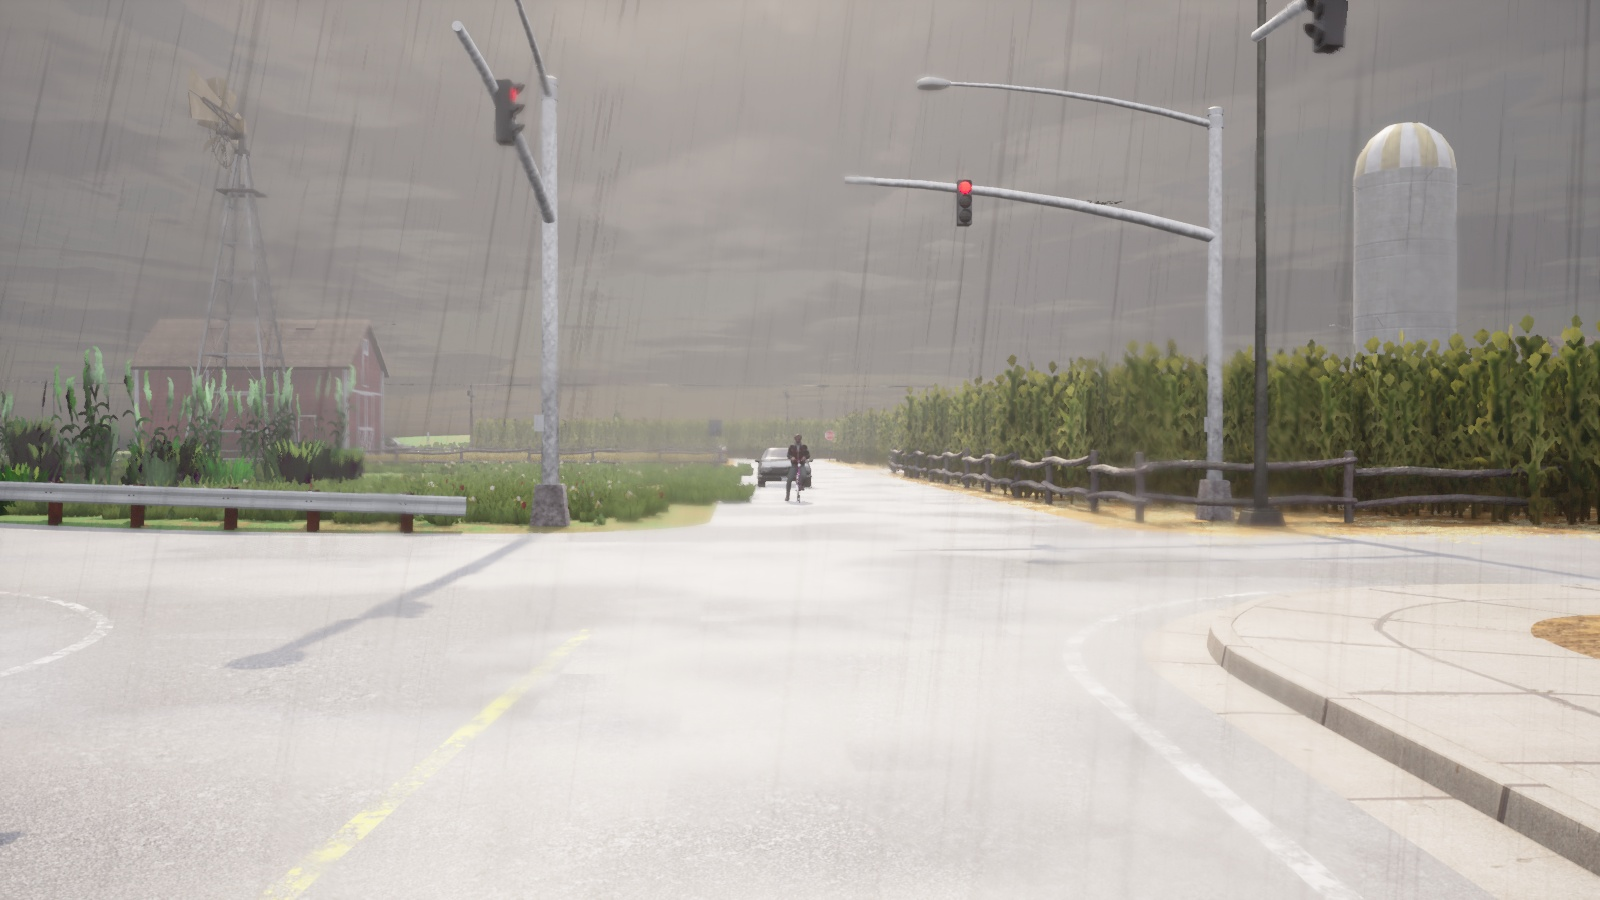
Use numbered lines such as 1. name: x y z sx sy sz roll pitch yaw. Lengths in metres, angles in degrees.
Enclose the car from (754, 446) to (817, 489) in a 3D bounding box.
1. car: -0.580 0.578 44.274 2.033 1.411 5.357 0 0 -3
